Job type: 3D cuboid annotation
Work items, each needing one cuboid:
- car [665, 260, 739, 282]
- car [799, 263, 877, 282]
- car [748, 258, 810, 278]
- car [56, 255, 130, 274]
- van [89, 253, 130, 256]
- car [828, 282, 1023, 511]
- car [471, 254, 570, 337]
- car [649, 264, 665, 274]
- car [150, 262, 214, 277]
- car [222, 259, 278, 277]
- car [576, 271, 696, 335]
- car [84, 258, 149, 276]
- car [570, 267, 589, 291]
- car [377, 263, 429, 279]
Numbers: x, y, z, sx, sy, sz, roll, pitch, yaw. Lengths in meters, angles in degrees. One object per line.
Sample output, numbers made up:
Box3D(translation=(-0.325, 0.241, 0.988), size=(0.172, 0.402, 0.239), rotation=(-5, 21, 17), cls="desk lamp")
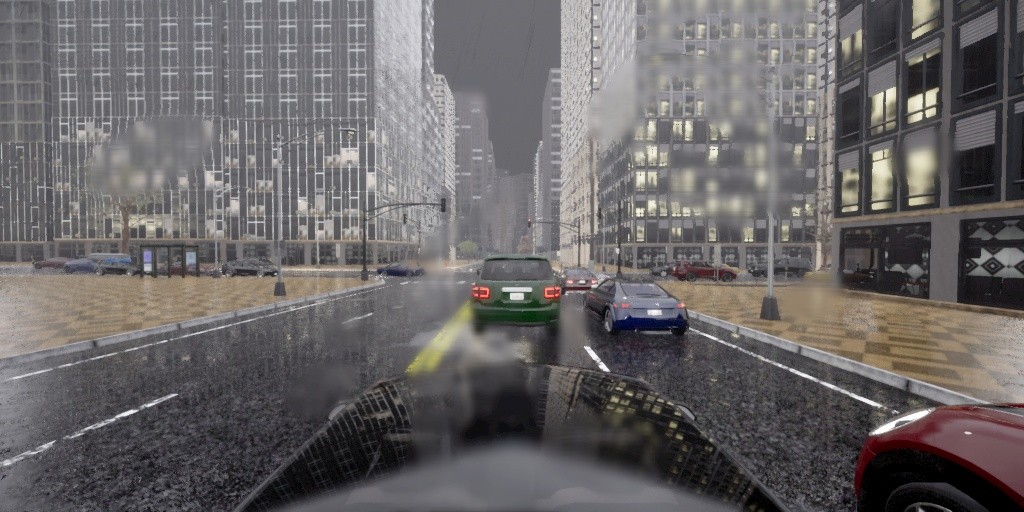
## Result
Box3D(translation=(16.240, 1.269, 30.568), size=(5.009, 1.841, 2.192), rotation=(0, 0, 1), cls="car")
Box3D(translation=(27.688, 1.579, 30.353), size=(4.829, 1.417, 1.751), rotation=(0, 0, 1), cls="car")
Box3D(translation=(27.018, 1.176, 36.143), size=(5.566, 2.045, 2.150), rotation=(1, 1, 1), cls="car")
Box3D(translation=(-39.913, 0.933, 34.251), size=(4.674, 1.442, 1.812), rotation=(0, 1, 2), cls="car")
Box3D(translation=(-45.225, 0.605, 40.161), size=(3.998, 1.789, 1.690), rotation=(0, 0, 1), cls="van")
Box3D(translation=(3.344, 1.103, 0.485), size=(2.097, 1.767, 4.553), rotation=(0, 0, 0), cls="car")
Box3D(translation=(0.114, 0.967, 10.434), size=(2.150, 2.045, 5.566), rotation=(0, 0, 0), cls="car")
Box3D(translation=(16.470, 1.367, 36.369), size=(4.892, 1.490, 1.837), rotation=(0, 1, -1), cls="car")
Box3D(translation=(-28.368, 1.138, 31.300), size=(4.207, 1.307, 1.802), rotation=(0, 0, 1), cls="car")
Box3D(translation=(-22.684, 1.174, 31.158), size=(4.313, 1.339, 1.948), rotation=(0, 0, 1), cls="car")
Box3D(translation=(3.371, 1.310, 10.528), size=(1.994, 1.385, 4.181), rotation=(0, 0, -1), cls="car")
Box3D(translation=(-34.048, 1.069, 31.483), size=(4.313, 1.339, 1.948), rotation=(0, 0, 1), cls="car")
Box3D(translation=(3.381, 1.288, 19.771), size=(2.033, 1.411, 5.357), rotation=(0, 0, 0), cls="car")
Box3D(translation=(-9.623, 1.312, 31.771), size=(4.718, 1.301, 1.895), rotation=(1, 1, 29), cls="car")
